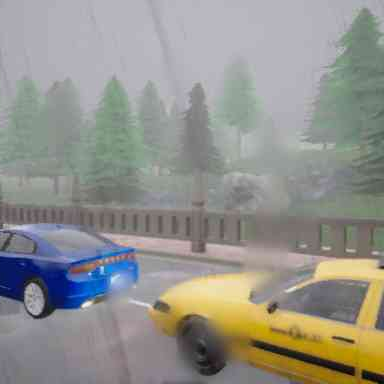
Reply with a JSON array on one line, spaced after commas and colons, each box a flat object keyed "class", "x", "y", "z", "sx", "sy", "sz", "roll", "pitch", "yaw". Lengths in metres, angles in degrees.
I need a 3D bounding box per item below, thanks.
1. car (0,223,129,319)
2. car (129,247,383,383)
[{"class": "car", "x": -3.476, "y": 1.435, "z": 7.318, "sx": 5.008, "sy": 1.535, "sz": 1.882, "roll": 0, "pitch": 0, "yaw": 31}, {"class": "car", "x": 1.883, "y": 1.440, "z": 3.836, "sx": 5.366, "sy": 1.575, "sz": 1.801, "roll": 0, "pitch": 0, "yaw": 35}]
